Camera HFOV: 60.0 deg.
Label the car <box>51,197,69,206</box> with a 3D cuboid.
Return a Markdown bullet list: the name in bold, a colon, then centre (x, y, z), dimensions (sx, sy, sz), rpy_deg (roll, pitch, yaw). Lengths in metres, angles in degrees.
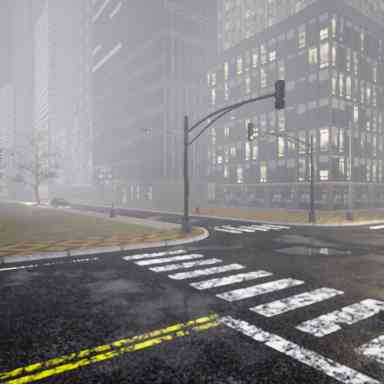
- **car**: centre (-21.611, 1.558, 54.288), dimensions (2.033, 1.411, 5.357), rpy_deg (0, 0, -35)
